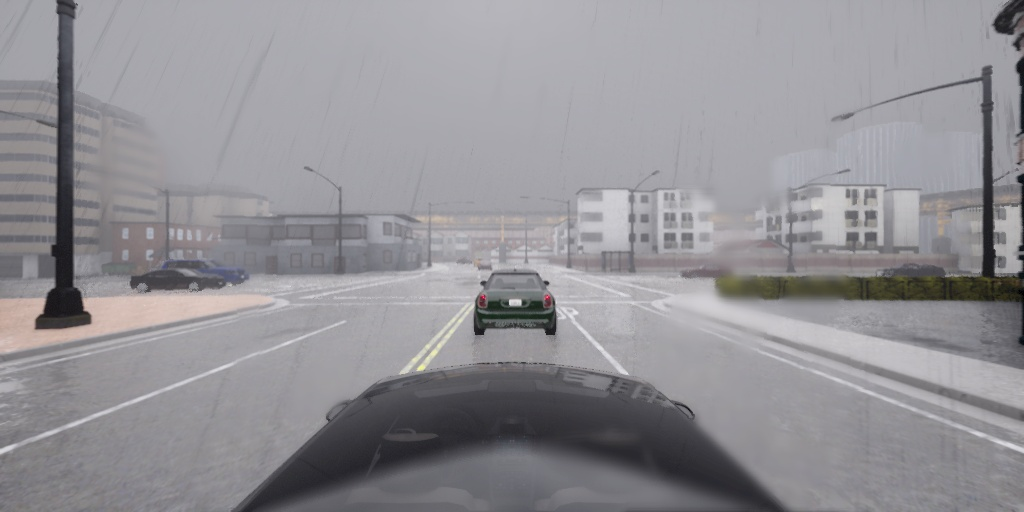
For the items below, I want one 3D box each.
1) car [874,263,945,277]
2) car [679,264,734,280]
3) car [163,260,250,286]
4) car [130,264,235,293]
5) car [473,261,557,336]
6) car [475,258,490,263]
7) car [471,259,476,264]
[{"bbox_3d":[36.346,1.419,32.867,4.902,1.511,2.128,0,0,5],"label":"car"},{"bbox_3d":[18.230,1.458,33.659,4.674,1.442,1.812,0,0,1],"label":"car"},{"bbox_3d":[-22.378,1.270,26.129,5.566,2.045,2.150,-1,0,-1],"label":"car"},{"bbox_3d":[-20.955,1.488,22.660,5.008,1.535,1.882,-1,0,-1],"label":"car"},{"bbox_3d":[0.085,1.154,10.783,2.097,1.767,4.553,0,0,0],"label":"car"},{"bbox_3d":[-3.787,1.262,50.758,1.882,1.535,5.008,0,1,-3],"label":"car"},{"bbox_3d":[-5.255,1.087,60.808,1.882,1.535,5.008,0,1,-15],"label":"car"}]
